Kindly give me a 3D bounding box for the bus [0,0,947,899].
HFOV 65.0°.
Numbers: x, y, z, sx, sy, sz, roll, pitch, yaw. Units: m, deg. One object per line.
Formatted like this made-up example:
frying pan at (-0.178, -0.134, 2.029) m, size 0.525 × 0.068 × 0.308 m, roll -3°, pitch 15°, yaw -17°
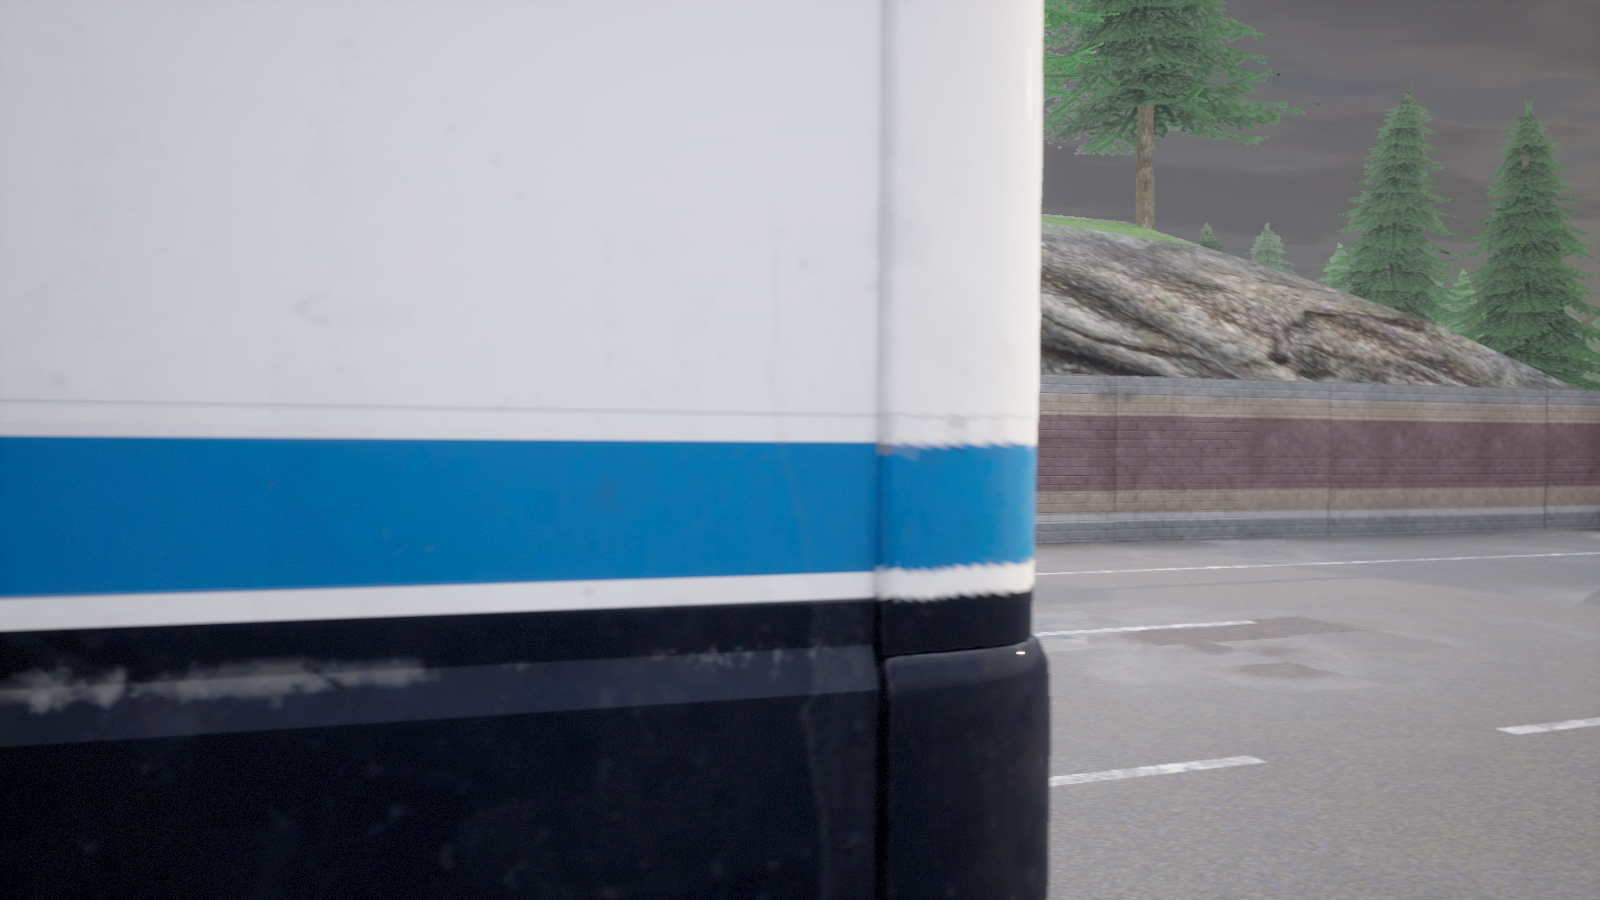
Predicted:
bus at (-5.375, -0.540, 1.222) m, size 10.273 × 4.253 × 3.944 m, roll -1°, pitch 2°, yaw -20°
